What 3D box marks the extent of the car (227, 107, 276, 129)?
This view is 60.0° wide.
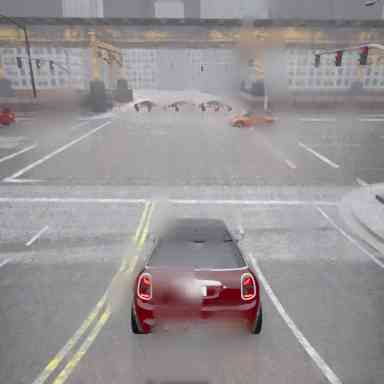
[{"bbox_3d":[6.193,-7.449,33.938,4.553,1.767,2.097,0,19,1],"label":"car"}]

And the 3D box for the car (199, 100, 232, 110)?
[{"bbox_3d":[3.483,-13.022,49.705,4.536,1.218,1.853,11,22,28],"label":"car"}]

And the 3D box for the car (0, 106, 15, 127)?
[{"bbox_3d":[-21.387,-7.779,34.463,5.566,2.045,2.150,0,19,1],"label":"car"}]

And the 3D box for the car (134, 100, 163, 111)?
[{"bbox_3d":[-6.499,-12.836,49.165,4.536,1.218,1.853,18,26,42],"label":"car"}]

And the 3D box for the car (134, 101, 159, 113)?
[{"bbox_3d":[-6.462,-12.675,49.182,4.974,1.542,2.038,18,26,42],"label":"car"}]

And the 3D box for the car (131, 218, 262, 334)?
[{"bbox_3d":[0.080,1.344,7.142,2.097,1.767,4.553,0,5,0],"label":"car"}]

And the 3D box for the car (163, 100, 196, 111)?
[{"bbox_3d":[-1.813,-12.803,49.074,4.536,1.218,1.853,-13,23,-33],"label":"car"}]

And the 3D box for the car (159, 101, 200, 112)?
[{"bbox_3d":[-1.855,-12.644,49.098,4.974,1.542,2.038,-13,23,-33],"label":"car"}]

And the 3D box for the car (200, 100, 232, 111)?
[{"bbox_3d":[3.528,-12.865,49.733,4.974,1.542,2.038,11,22,28],"label":"car"}]
